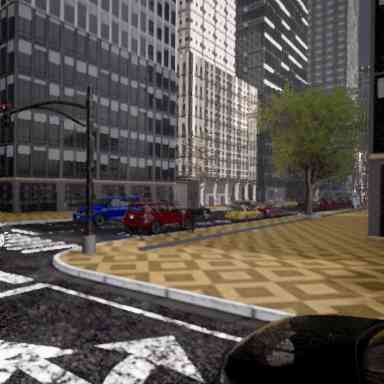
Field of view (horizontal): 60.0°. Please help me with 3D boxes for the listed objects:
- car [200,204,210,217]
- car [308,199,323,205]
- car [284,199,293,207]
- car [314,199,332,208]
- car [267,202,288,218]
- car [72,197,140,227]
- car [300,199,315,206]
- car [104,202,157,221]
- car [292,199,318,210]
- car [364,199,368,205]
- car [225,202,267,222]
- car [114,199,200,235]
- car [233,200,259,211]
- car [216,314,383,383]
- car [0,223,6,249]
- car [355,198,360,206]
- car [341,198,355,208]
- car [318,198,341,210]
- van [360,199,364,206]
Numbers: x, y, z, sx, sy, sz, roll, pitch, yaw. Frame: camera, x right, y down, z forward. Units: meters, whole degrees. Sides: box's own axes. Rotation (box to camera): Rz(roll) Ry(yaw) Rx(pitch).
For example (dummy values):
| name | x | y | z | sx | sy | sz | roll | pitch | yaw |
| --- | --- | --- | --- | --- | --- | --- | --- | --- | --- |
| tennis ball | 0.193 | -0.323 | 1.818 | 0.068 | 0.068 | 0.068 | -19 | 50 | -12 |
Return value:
| name | x | y | z | sx | sy | sz | roll | pitch | yaw |
| --- | --- | --- | --- | --- | --- | --- | --- | --- | --- |
| car | -0.190 | 1.864 | 33.149 | 1.895 | 1.301 | 4.718 | 1 | 0 | 37 |
| car | 28.096 | 2.209 | 75.768 | 2.008 | 1.369 | 4.403 | 0 | 0 | 36 |
| car | 17.940 | 2.043 | 62.031 | 1.752 | 1.417 | 4.829 | 0 | 0 | 36 |
| car | 23.694 | 2.090 | 60.065 | 1.882 | 1.535 | 5.008 | 1 | 0 | 36 |
| car | 8.023 | 1.977 | 34.525 | 1.802 | 1.307 | 4.206 | 0 | 0 | 36 |
| car | -6.142 | 1.397 | 25.083 | 2.150 | 2.045 | 5.566 | 1 | 0 | 38 |
| car | 24.745 | 2.194 | 71.234 | 1.802 | 1.307 | 4.206 | 0 | 0 | 36 |
| car | -5.524 | 1.705 | 30.297 | 1.752 | 1.417 | 4.829 | 0 | 0 | 36 |
| car | 17.725 | 2.054 | 51.993 | 1.812 | 1.442 | 4.674 | 1 | 0 | 36 |
| car | 38.203 | 2.259 | 75.342 | 1.967 | 1.590 | 4.097 | 0 | 0 | 36 |
| car | 4.772 | 1.872 | 30.126 | 1.752 | 1.417 | 4.829 | 0 | 0 | 36 |
| car | -2.034 | 1.561 | 20.920 | 2.192 | 1.841 | 5.009 | 0 | 0 | 36 |
| car | 7.985 | 1.943 | 48.568 | 1.947 | 1.339 | 4.313 | 0 | 0 | 36 |
| car | 2.422 | 1.504 | 1.963 | 4.892 | 1.490 | 1.837 | 0 | 0 | 36 |
| car | -8.304 | 1.658 | 12.397 | 1.837 | 1.490 | 4.892 | -2 | 1 | -23 |
| car | 31.496 | 2.271 | 66.271 | 1.887 | 1.381 | 4.507 | 0 | 0 | 36 |
| car | 28.145 | 1.995 | 61.737 | 2.192 | 1.841 | 5.009 | 0 | 0 | 36 |
| car | 21.438 | 1.902 | 52.666 | 2.192 | 1.841 | 5.009 | 0 | 0 | 36 |
| van | 34.851 | 2.114 | 70.807 | 1.690 | 1.788 | 3.998 | 0 | 0 | 36 |
